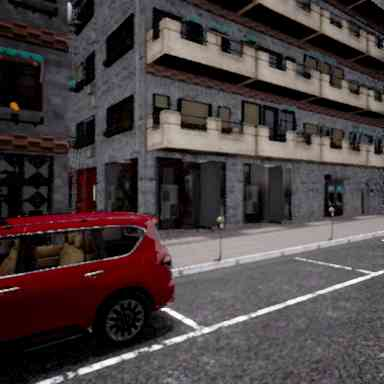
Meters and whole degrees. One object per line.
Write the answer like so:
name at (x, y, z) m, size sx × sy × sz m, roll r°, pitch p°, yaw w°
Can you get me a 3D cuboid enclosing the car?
car at (-2.583, 1.305, 4.695) m, size 5.009 × 1.841 × 2.192 m, roll -1°, pitch 2°, yaw -35°
